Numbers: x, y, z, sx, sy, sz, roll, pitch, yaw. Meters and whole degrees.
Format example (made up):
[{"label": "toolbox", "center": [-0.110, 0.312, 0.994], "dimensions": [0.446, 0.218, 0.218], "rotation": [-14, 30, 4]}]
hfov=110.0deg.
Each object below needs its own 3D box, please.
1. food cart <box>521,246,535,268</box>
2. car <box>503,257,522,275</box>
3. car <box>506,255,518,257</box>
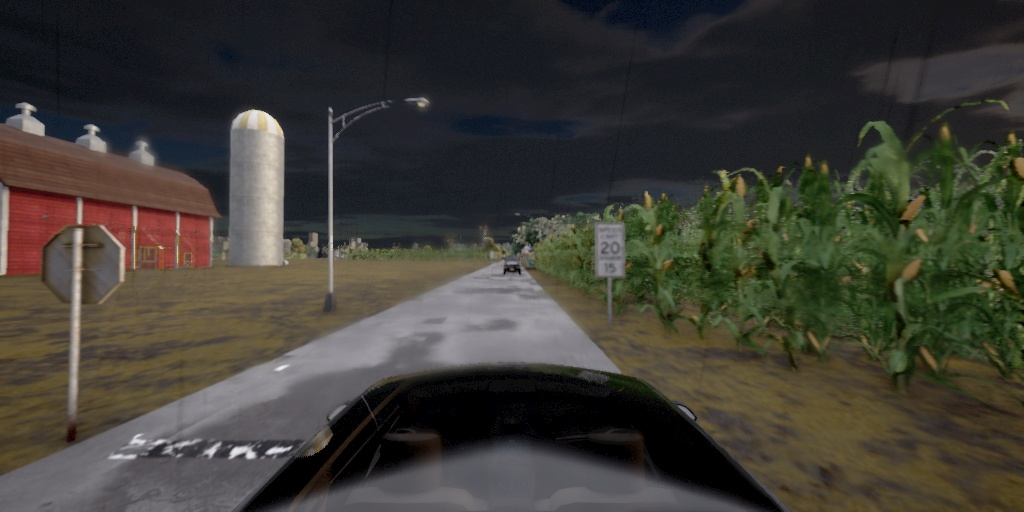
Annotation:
[{"label": "food cart", "center": [3.155, 0.150, 59.378], "dimensions": [2.280, 3.560, 4.660], "rotation": [0, 0, 0]}, {"label": "car", "center": [0.018, 1.192, 38.958], "dimensions": [1.882, 1.535, 5.008], "rotation": [0, 0, 0]}, {"label": "car", "center": [0.028, 0.924, 50.003], "dimensions": [2.150, 2.045, 5.566], "rotation": [0, 0, 0]}]
